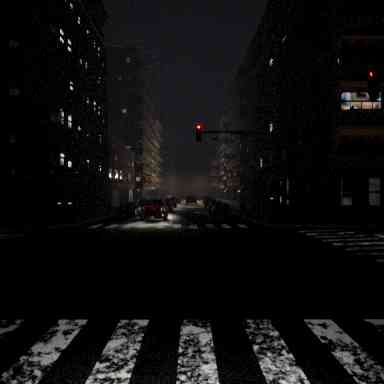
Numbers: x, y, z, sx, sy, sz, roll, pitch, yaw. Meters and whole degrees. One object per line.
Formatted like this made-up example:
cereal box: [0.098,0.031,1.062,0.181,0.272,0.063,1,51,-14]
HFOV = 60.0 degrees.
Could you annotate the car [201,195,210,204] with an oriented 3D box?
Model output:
car: [2.606,1.553,46.954,1.887,1.381,4.507,0,0,0]

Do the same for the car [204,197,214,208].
car: [2.625,1.569,35.907,1.947,1.339,4.313,0,0,0]

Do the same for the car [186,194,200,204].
car: [-0.103,1.368,61.437,2.097,1.767,4.553,0,0,0]

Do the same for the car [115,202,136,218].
car: [-5.747,1.567,30.381,1.947,1.339,4.313,0,0,0]

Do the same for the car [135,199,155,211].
car: [-5.766,1.571,41.429,1.947,1.339,4.313,0,0,0]

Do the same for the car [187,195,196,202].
car: [-0.115,1.407,69.840,1.994,1.385,4.181,0,0,0]

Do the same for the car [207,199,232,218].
car: [2.634,1.583,30.383,1.802,1.307,4.206,0,0,0]

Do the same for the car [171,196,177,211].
car: [-3.161,1.496,37.579,2.128,1.511,4.902,0,0,0]

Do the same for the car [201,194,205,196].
car: [3.048,1.542,60.952,1.812,1.442,4.674,0,0,0]

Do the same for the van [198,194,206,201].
van: [2.540,1.376,85.618,1.690,1.788,3.998,-1,0,0]

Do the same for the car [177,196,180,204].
car: [-3.165,1.535,47.936,1.812,1.442,4.674,0,0,0]

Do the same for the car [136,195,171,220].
car: [-3.087,1.353,27.630,2.097,1.767,4.553,0,0,-2]

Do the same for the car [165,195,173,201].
car: [-5.839,1.560,85.447,1.752,1.417,4.829,0,0,0]
